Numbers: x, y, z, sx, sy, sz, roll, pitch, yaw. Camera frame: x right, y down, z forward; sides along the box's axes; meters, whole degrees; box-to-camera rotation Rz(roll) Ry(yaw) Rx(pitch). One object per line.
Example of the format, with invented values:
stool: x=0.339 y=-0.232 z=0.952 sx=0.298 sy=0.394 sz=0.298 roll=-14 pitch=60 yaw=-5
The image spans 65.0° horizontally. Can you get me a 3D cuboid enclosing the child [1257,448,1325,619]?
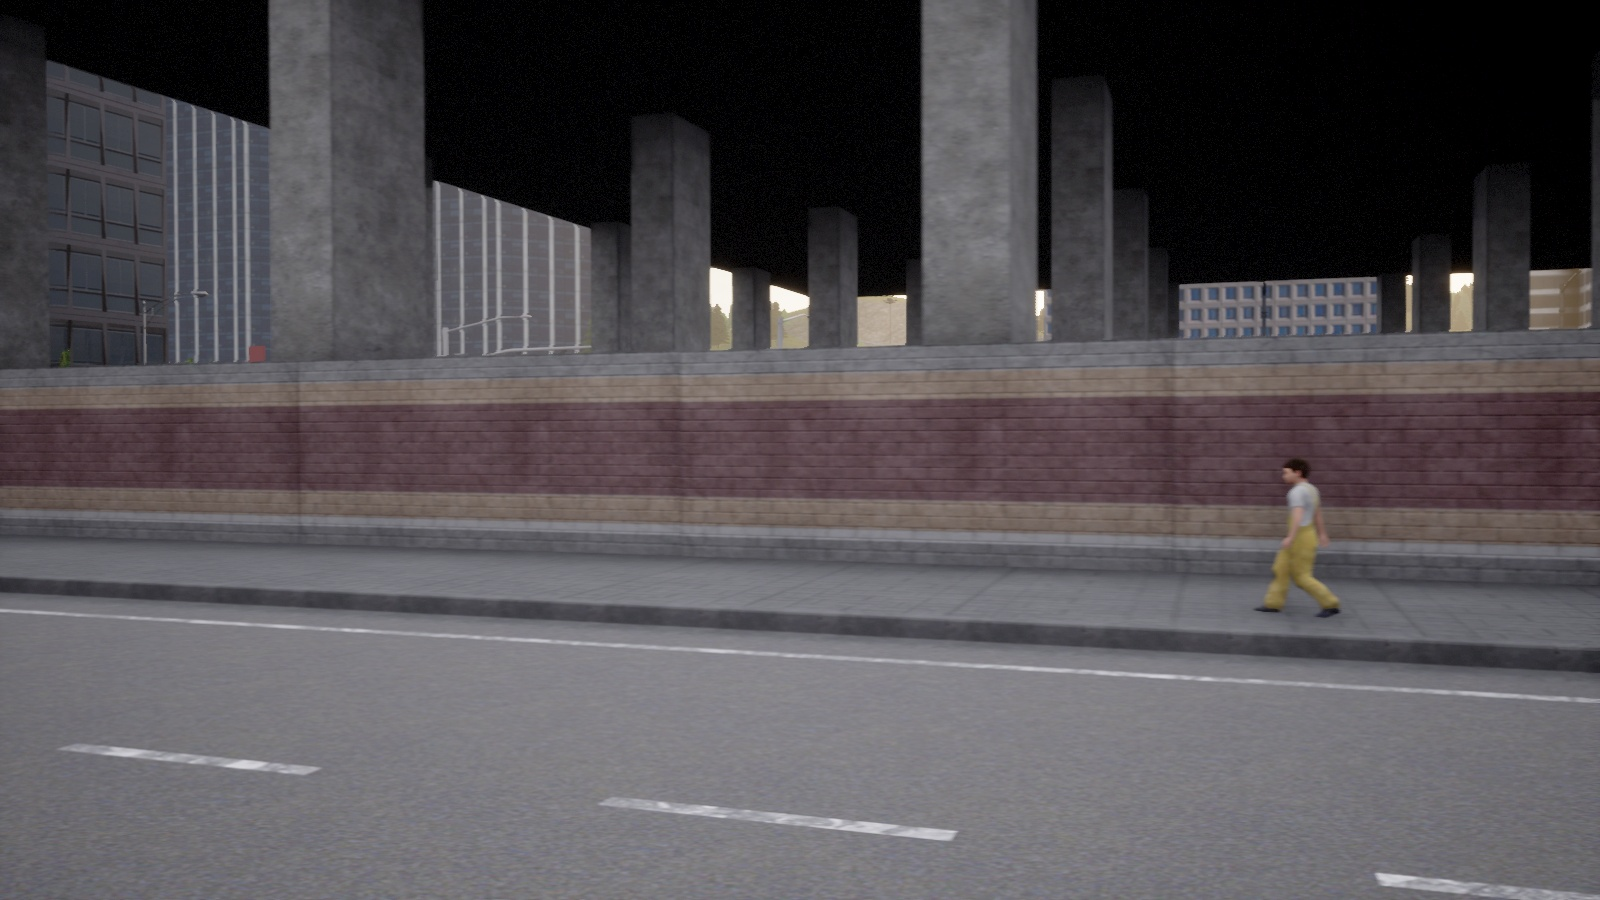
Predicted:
child: x=3.736 y=0.622 z=9.551 sx=0.437 sy=1.263 sz=0.270 roll=1 pitch=1 yaw=30
